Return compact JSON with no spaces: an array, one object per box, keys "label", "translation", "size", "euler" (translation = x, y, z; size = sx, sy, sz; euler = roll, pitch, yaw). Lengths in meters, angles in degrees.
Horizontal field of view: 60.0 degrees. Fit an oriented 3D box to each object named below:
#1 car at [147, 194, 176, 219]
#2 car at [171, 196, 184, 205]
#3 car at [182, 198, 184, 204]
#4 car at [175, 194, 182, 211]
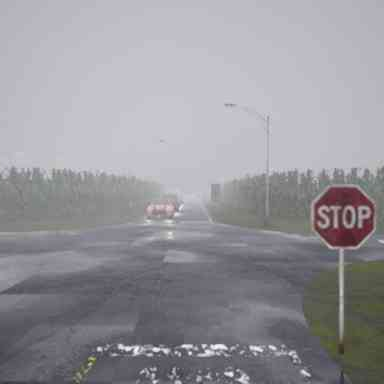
[{"label":"car","translation":[-2.675,1.349,28.675],"size":[2.097,1.767,4.553],"euler":[0,0,-1]},{"label":"car","translation":[-2.532,1.471,60.870],"size":[2.128,1.511,4.902],"euler":[0,0,1]},{"label":"car","translation":[-2.644,1.514,50.428],"size":[1.812,1.442,4.674],"euler":[0,0,1]},{"label":"car","translation":[-2.691,1.216,40.344],"size":[2.150,2.045,5.566],"euler":[0,0,0]}]
